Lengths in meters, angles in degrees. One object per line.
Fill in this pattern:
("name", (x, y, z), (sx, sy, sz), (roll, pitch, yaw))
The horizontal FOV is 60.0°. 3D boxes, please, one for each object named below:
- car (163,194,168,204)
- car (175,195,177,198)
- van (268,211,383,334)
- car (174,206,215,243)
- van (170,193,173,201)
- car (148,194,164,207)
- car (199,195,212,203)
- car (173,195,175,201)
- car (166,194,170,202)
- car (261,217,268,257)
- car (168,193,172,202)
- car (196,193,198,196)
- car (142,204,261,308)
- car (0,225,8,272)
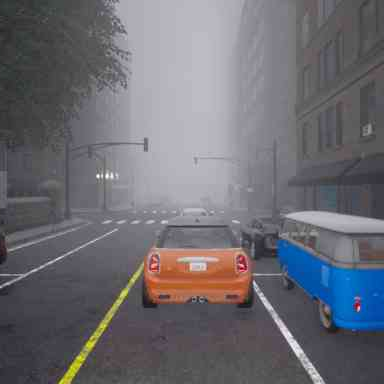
("car", (-5.650, 1.522, 55.622), (2.008, 1.369, 4.403), (0, 0, 0))
("car", (-5.642, 1.290, 82.876), (2.192, 1.841, 5.009), (0, 0, 0))
("van", (2.858, 1.340, 6.520), (1.690, 1.788, 3.998), (0, 0, 0))
("car", (0.107, 1.521, 17.075), (1.812, 1.442, 4.674), (0, 0, 0))
("van", (-5.646, 1.312, 71.974), (1.690, 1.788, 3.998), (0, 0, 0))
("car", (-5.652, 1.498, 50.001), (1.752, 1.417, 4.829), (0, 0, 0))
("car", (2.877, 1.410, 66.557), (1.967, 1.590, 4.097), (0, 0, 0))
("car", (-5.643, 1.523, 77.425), (2.008, 1.369, 4.403), (0, 0, 0))
("car", (-5.649, 1.515, 61.073), (1.887, 1.381, 4.507), (0, 0, 0))
("car", (2.860, 1.563, 12.180), (1.947, 1.339, 4.313), (0, 0, 0))
("car", (-5.647, 1.515, 66.524), (1.887, 1.381, 4.507), (0, 0, 0))
("car", (2.887, 1.507, 93.969), (1.752, 1.417, 4.829), (0, 0, 0))
("car", (0.105, 1.351, 8.074), (2.097, 1.767, 4.553), (0, 0, 0))
("car", (-5.667, 1.314, 6.482), (2.192, 1.841, 5.009), (0, 0, 0))
